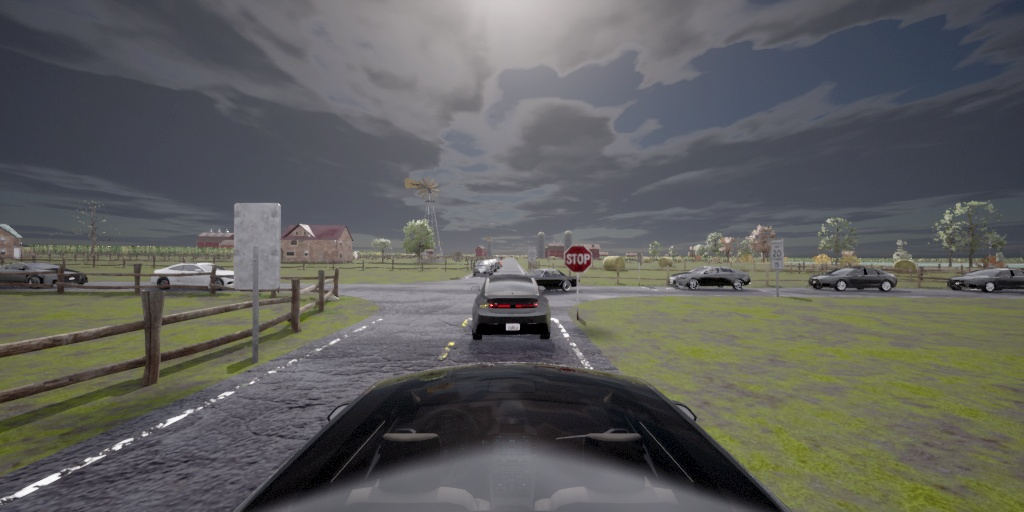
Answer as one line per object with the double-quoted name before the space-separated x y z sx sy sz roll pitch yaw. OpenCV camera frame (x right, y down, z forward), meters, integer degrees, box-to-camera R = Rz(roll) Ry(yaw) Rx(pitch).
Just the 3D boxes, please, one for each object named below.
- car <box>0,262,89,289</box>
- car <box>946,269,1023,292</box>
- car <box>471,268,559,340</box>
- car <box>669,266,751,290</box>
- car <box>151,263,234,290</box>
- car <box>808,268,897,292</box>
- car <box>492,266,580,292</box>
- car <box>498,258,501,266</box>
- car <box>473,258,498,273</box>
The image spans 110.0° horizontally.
"car" -26.375 1.048 19.823 4.181 1.385 1.994 1 -1 -1
"car" 31.689 1.587 23.593 4.892 1.490 1.837 1 -1 -1
"car" -0.079 1.256 10.006 1.837 1.490 4.892 0 0 -2
"car" 12.785 1.396 23.289 4.902 1.511 2.128 1 -1 -2
"car" -17.255 1.104 19.951 4.674 1.442 1.812 1 -1 -1
"car" 22.186 1.499 23.466 4.892 1.490 1.837 1 -1 -1
"car" 1.488 1.369 20.053 4.718 1.301 1.895 1 0 -35
"car" -2.880 1.241 46.136 2.128 1.511 4.902 0 0 0
"car" -2.882 1.243 36.691 2.128 1.511 4.902 0 0 0
